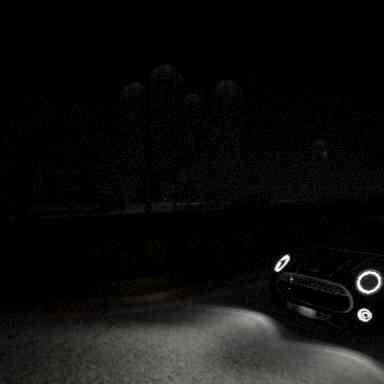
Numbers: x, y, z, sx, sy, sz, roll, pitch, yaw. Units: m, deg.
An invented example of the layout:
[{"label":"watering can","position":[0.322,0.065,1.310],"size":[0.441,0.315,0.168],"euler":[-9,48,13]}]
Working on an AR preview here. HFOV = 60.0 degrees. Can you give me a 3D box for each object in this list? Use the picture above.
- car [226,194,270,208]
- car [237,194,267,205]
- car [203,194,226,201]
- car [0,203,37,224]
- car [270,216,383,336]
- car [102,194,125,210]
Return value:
[{"label":"car","position":[6.274,1.116,35.947],"size":[1.932,1.855,4.605],"euler":[-1,0,-36]},{"label":"car","position":[9.859,1.181,54.902],"size":[2.242,1.667,4.611],"euler":[-1,0,-36]},{"label":"car","position":[4.157,1.203,60.353],"size":[4.902,1.511,2.128],"euler":[-1,0,-36]},{"label":"car","position":[-11.831,1.494,22.624],"size":[1.784,1.438,3.905],"euler":[-1,0,-36]},{"label":"car","position":[3.661,1.302,6.597],"size":[4.553,1.767,2.097],"euler":[-1,0,-35]},{"label":"car","position":[-9.752,1.195,40.711],"size":[1.905,1.878,3.866],"euler":[-1,0,-36]}]
